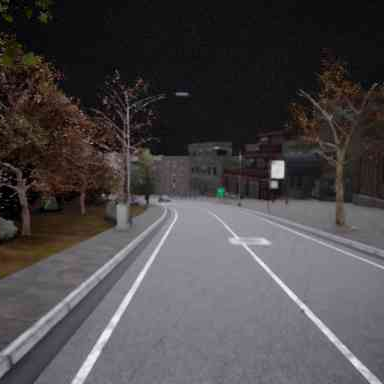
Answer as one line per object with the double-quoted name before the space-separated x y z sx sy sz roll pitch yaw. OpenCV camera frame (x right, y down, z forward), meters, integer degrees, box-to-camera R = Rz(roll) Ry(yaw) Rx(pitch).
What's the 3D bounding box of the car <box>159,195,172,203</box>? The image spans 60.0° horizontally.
"car" -5.271 1.368 64.456 1.837 1.490 4.892 -1 0 -16
